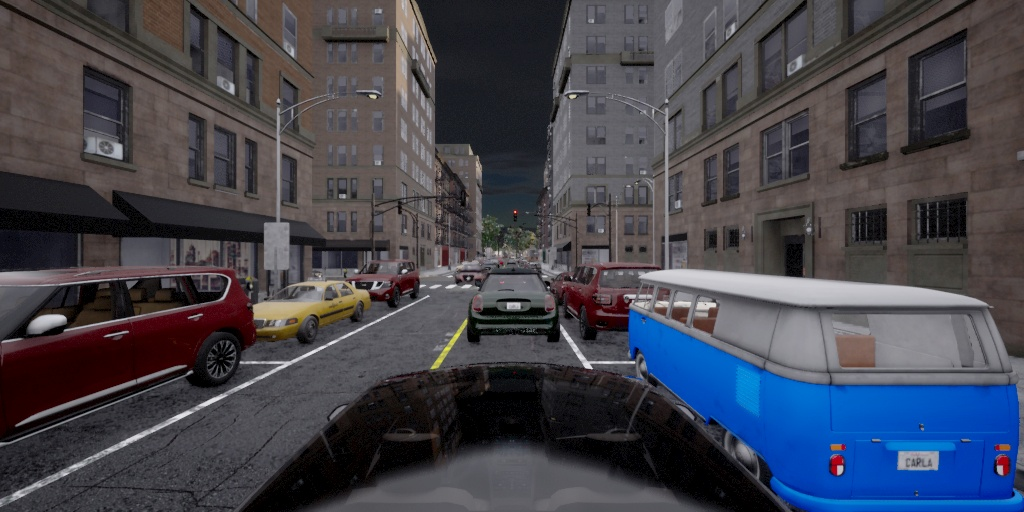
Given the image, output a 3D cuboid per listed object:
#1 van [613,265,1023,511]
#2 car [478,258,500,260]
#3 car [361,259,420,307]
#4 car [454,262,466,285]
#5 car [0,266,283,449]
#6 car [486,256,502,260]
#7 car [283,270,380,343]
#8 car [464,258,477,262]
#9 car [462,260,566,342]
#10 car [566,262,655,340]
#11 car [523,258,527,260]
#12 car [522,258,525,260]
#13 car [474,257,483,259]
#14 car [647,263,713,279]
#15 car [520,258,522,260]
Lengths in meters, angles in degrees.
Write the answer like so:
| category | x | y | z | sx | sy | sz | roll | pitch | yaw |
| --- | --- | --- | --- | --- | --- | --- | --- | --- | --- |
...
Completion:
| category | x | y | z | sx | sy | sz | roll | pitch | yaw |
| --- | --- | --- | --- | --- | --- | --- | --- | --- | --- |
| van | 2.635 | 1.091 | 4.177 | 1.690 | 1.789 | 3.998 | 0 | 0 | 0 |
| car | -2.911 | 1.314 | 45.078 | 1.994 | 1.385 | 4.181 | 0 | 0 | 0 |
| car | -5.421 | 1.064 | 15.523 | 2.192 | 1.841 | 5.009 | 0 | 0 | 0 |
| car | -2.891 | 1.312 | 25.755 | 1.994 | 1.385 | 4.181 | 0 | 0 | 0 |
| car | -5.402 | 1.065 | 4.166 | 2.192 | 1.841 | 5.009 | 0 | 0 | 0 |
| car | -2.923 | 1.228 | 56.894 | 1.882 | 1.535 | 5.008 | 0 | 0 | 0 |
| car | -5.411 | 1.275 | 9.674 | 1.751 | 1.417 | 4.829 | 0 | 0 | 0 |
| car | -5.478 | 1.274 | 42.360 | 1.751 | 1.417 | 4.829 | 0 | 0 | 0 |
| car | 0.021 | 1.102 | 9.892 | 2.097 | 1.767 | 4.553 | 0 | 0 | 0 |
| car | 2.626 | 1.065 | 9.855 | 2.192 | 1.841 | 5.009 | 0 | 0 | 0 |
| car | 2.575 | 1.300 | 42.543 | 2.007 | 1.370 | 4.403 | 0 | 0 | 0 |
| car | 2.566 | 1.294 | 48.024 | 1.888 | 1.381 | 4.507 | 0 | 0 | 0 |
| car | -5.492 | 1.275 | 53.323 | 1.751 | 1.417 | 4.829 | 0 | 0 | 0 |
| car | 14.316 | 1.278 | 30.711 | 4.718 | 1.301 | 1.895 | 0 | 0 | -3 |
| car | 2.558 | 1.300 | 53.506 | 2.007 | 1.370 | 4.403 | 0 | 0 | 0 |
